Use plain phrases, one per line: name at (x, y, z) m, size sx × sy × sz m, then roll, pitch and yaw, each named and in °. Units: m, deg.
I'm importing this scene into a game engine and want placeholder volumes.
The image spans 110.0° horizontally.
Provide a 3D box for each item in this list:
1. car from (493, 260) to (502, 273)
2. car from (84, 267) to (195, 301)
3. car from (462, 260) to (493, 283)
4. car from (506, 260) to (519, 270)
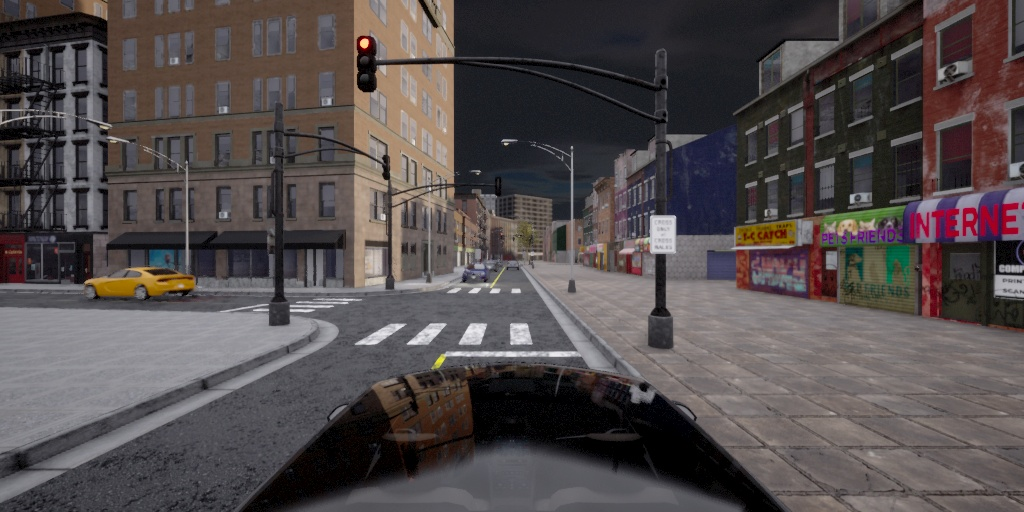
car at (-2.754, 1.250, 44.164) m, size 2.128 × 1.511 × 4.902 m, roll 0°, pitch 0°, yaw 0°
car at (-18.431, 1.312, 17.783) m, size 5.008 × 1.535 × 1.882 m, roll 0°, pitch 0°, yaw 10°
car at (-2.792, 1.279, 28.424) m, size 1.812 × 1.442 × 4.674 m, roll 0°, pitch 0°, yaw 0°
car at (0.111, 1.310, 52.760) m, size 2.033 × 1.411 × 5.357 m, roll 0°, pitch 0°, yaw 0°
